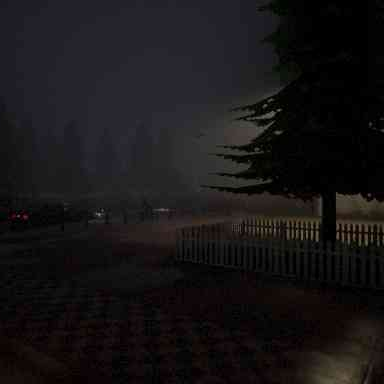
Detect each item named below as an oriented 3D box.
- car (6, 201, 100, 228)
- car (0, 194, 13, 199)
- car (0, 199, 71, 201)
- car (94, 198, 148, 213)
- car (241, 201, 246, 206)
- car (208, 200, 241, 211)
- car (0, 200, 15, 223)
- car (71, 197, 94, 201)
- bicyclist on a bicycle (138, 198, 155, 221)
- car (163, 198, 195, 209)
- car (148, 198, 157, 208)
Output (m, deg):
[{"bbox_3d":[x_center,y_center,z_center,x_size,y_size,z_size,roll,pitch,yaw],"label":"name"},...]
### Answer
[{"bbox_3d":[-9.238,1.547,22.623,2.033,1.411,5.357,0,0,35],"label":"car"},{"bbox_3d":[-18.147,1.222,28.558,2.150,2.045,5.566,0,0,35],"label":"car"},{"bbox_3d":[-13.660,1.547,28.824,2.033,1.411,5.357,0,0,35],"label":"car"},{"bbox_3d":[-7.815,1.547,37.020,2.033,1.411,5.357,0,0,35],"label":"car"},{"bbox_3d":[6.681,1.564,51.008,1.994,1.385,4.181,0,0,36],"label":"car"},{"bbox_3d":[3.790,1.504,40.903,1.837,1.490,4.892,0,0,35],"label":"car"},{"bbox_3d":[-13.901,1.505,22.133,1.837,1.490,4.892,0,0,36],"label":"car"},{"bbox_3d":[-12.546,1.352,36.412,2.097,1.767,4.553,0,0,36],"label":"car"},{"bbox_3d":[-3.355,1.302,24.356,1.656,1.620,0.582,0,0,35],"label":"bicyclist on a bicycle"},{"bbox_3d":[-1.646,1.547,45.649,2.033,1.411,5.357,0,0,36],"label":"car"},{"bbox_3d":[-6.601,1.526,44.746,1.812,1.442,4.674,0,0,36],"label":"car"}]
